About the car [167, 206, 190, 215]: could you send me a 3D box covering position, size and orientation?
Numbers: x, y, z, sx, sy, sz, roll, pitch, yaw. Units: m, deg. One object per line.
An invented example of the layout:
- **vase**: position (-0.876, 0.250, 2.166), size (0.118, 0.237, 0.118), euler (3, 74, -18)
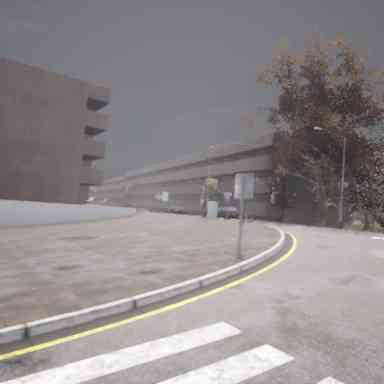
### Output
- **car**: position (-2.055, 2.818, 49.567), size (1.895, 1.301, 4.718), euler (6, -5, -24)

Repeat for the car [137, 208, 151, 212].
- **car**: position (-9.412, 3.851, 65.155), size (2.128, 1.511, 4.902), euler (6, -7, -25)

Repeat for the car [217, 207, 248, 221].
- **car**: position (3.927, 2.312, 36.131), size (2.033, 1.411, 5.357), euler (6, -3, -23)
